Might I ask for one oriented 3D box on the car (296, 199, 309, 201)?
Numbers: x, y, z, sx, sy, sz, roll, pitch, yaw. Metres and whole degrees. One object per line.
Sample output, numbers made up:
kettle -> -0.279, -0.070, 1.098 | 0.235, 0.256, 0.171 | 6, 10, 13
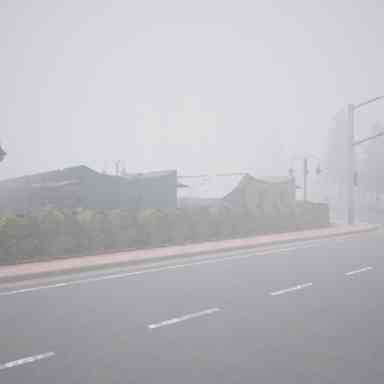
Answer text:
car -> 11.498, 1.477, 34.656 | 1.882, 1.535, 5.008 | 0, 0, -37

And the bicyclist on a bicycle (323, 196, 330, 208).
bicyclist on a bicycle -> 17.953, 1.302, 44.314 | 1.656, 1.620, 0.582 | 0, 0, -37
